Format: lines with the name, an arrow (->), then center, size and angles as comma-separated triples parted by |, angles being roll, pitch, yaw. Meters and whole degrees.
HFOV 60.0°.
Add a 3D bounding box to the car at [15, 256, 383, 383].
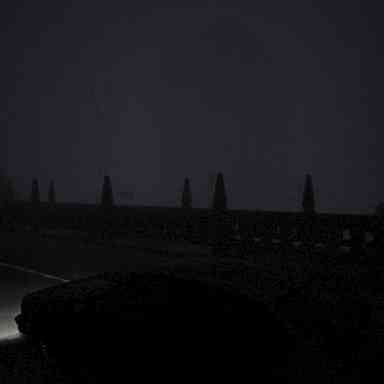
car -> 0.087, 1.534, 3.930 | 5.357, 1.411, 2.033 | 0, 0, 36
